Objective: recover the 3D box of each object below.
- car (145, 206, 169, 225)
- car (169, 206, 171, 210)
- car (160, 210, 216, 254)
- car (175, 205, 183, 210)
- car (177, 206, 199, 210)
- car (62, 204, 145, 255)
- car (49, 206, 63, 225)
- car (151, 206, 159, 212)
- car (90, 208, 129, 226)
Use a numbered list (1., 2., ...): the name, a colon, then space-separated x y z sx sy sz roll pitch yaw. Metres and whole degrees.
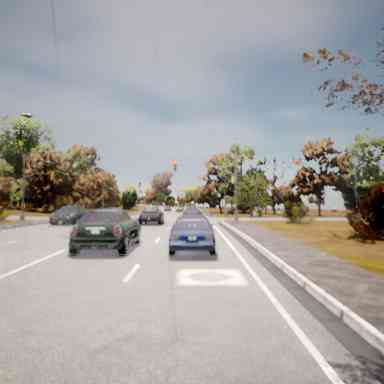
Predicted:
1. car: -3.499 2.090 29.376 2.128 1.511 4.902 0 -2 0
2. car: -6.963 4.783 94.450 1.882 1.535 5.008 0 -1 0
3. car: 0.007 1.693 14.055 2.033 1.411 5.357 0 -1 0
4. car: -3.464 4.741 89.668 1.895 1.301 4.718 0 -1 0
5. car: 0.064 2.162 29.370 1.994 1.385 4.181 0 -3 2
6. car: -3.491 1.496 14.146 2.097 1.767 4.553 0 -1 0
7. car: -10.491 1.920 28.764 2.097 1.767 4.553 0 -2 0
8. car: -10.463 4.858 94.438 1.994 1.385 4.181 0 -1 0
9. car: -6.989 2.121 28.843 2.033 1.411 5.357 0 -3 0
